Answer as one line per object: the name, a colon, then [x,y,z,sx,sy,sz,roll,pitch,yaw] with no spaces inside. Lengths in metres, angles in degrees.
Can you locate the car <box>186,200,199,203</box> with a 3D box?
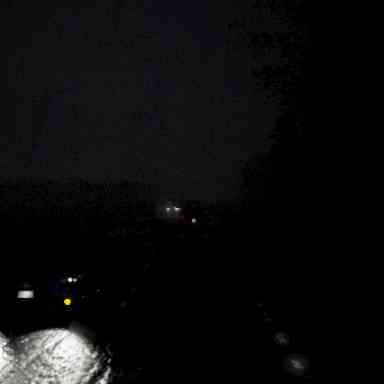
car: [0.100,1.608,37.458,2.033,1.411,5.357,0,0,0]

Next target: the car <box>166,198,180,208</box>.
car: [-2.831,1.628,49.749,2.033,1.411,5.357,0,0,0]

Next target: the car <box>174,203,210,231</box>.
car: [0.101,1.598,21.066,1.994,1.385,4.181,0,0,0]

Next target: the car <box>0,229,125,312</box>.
car: [-2.850,1.576,7.696,1.994,1.385,4.181,0,0,0]
